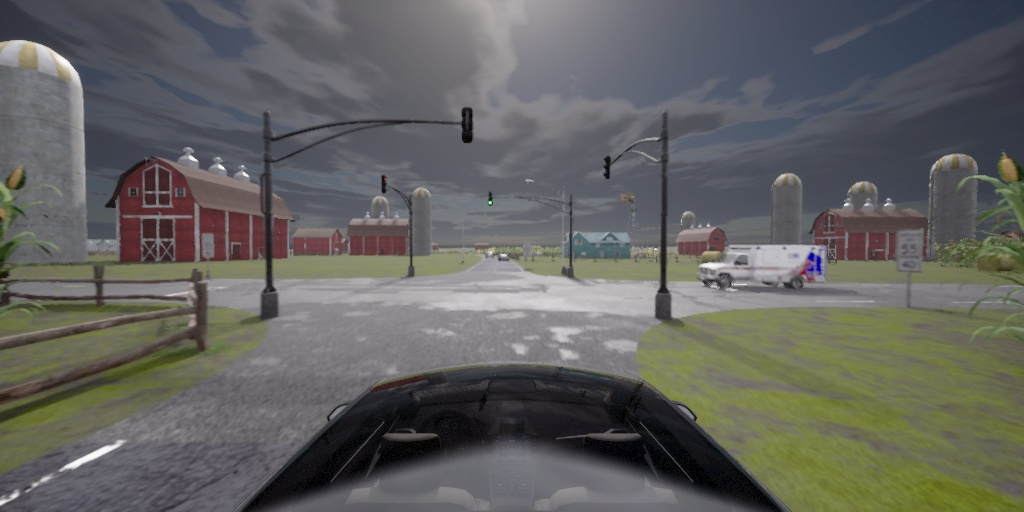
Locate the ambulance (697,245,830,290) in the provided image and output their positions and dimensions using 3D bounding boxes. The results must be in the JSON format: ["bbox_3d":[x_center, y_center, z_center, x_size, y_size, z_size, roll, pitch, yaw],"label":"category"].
[{"bbox_3d":[14.088,0.585,20.497,6.366,2.431,2.351,0,1,0],"label":"ambulance"}]
